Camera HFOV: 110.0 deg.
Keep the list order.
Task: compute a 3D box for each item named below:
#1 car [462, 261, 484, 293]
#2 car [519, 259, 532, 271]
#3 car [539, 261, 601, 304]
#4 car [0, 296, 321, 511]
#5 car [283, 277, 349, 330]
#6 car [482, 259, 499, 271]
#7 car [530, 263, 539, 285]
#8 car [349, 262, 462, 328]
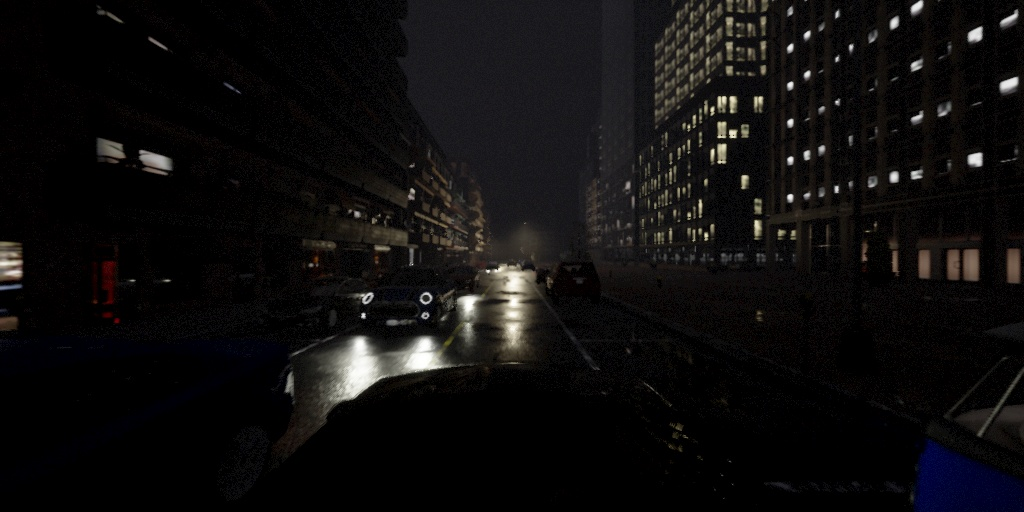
[{"bbox_3d":[-3.055,1.311,21.863,1.882,1.535,5.008,0,0,0],"label":"car"},{"bbox_3d":[2.353,1.503,52.785,1.812,1.442,4.674,0,0,0],"label":"car"},{"bbox_3d":[2.690,1.126,16.624,2.192,1.841,5.009,0,0,0],"label":"car"},{"bbox_3d":[-3.099,1.227,1.480,1.882,1.535,5.008,0,0,0],"label":"car"},{"bbox_3d":[-5.691,1.338,11.099,2.007,1.370,4.403,0,0,0],"label":"car"},{"bbox_3d":[-3.049,1.544,56.703,2.033,1.411,5.357,0,0,1],"label":"car"},{"bbox_3d":[2.690,1.404,27.678,1.888,1.381,4.507,0,0,0],"label":"car"},{"bbox_3d":[-3.081,1.141,11.535,2.097,1.767,4.553,0,0,1],"label":"car"}]
